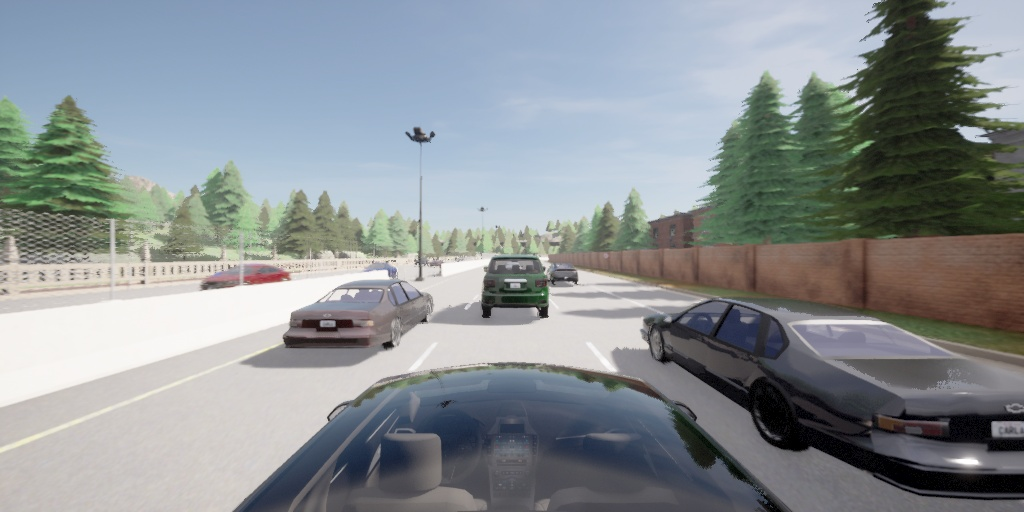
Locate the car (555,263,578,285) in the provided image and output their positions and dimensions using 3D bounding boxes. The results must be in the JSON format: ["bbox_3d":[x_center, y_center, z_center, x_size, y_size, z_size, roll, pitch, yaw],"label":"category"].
[{"bbox_3d":[3.542,1.242,25.989,2.128,1.511,4.902,0,0,0],"label":"car"}]

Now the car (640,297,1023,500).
[{"bbox_3d":[3.601,1.298,5.100,2.033,1.411,5.357,0,0,0],"label":"car"}]

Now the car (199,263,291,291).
[{"bbox_3d":[-14.108,1.227,19.302,1.882,1.535,5.008,0,0,0],"label":"car"}]

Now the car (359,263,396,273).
[{"bbox_3d":[-10.646,1.275,28.734,1.812,1.442,4.674,0,0,0],"label":"car"}]

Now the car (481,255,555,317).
[{"bbox_3d":[0.099,0.972,13.274,2.150,2.045,5.566,0,0,0],"label":"car"}]

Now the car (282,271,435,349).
[{"bbox_3d":[-3.399,1.297,9.117,2.033,1.411,5.357,0,0,0],"label":"car"}]
